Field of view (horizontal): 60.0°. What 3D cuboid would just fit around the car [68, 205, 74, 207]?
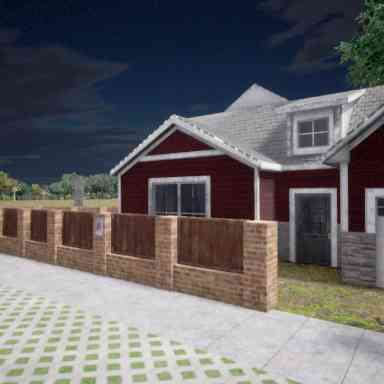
[{"bbox_3d":[-9.697,1.774,26.308,2.033,1.411,5.357,-1,-1,35],"label":"car"}]
